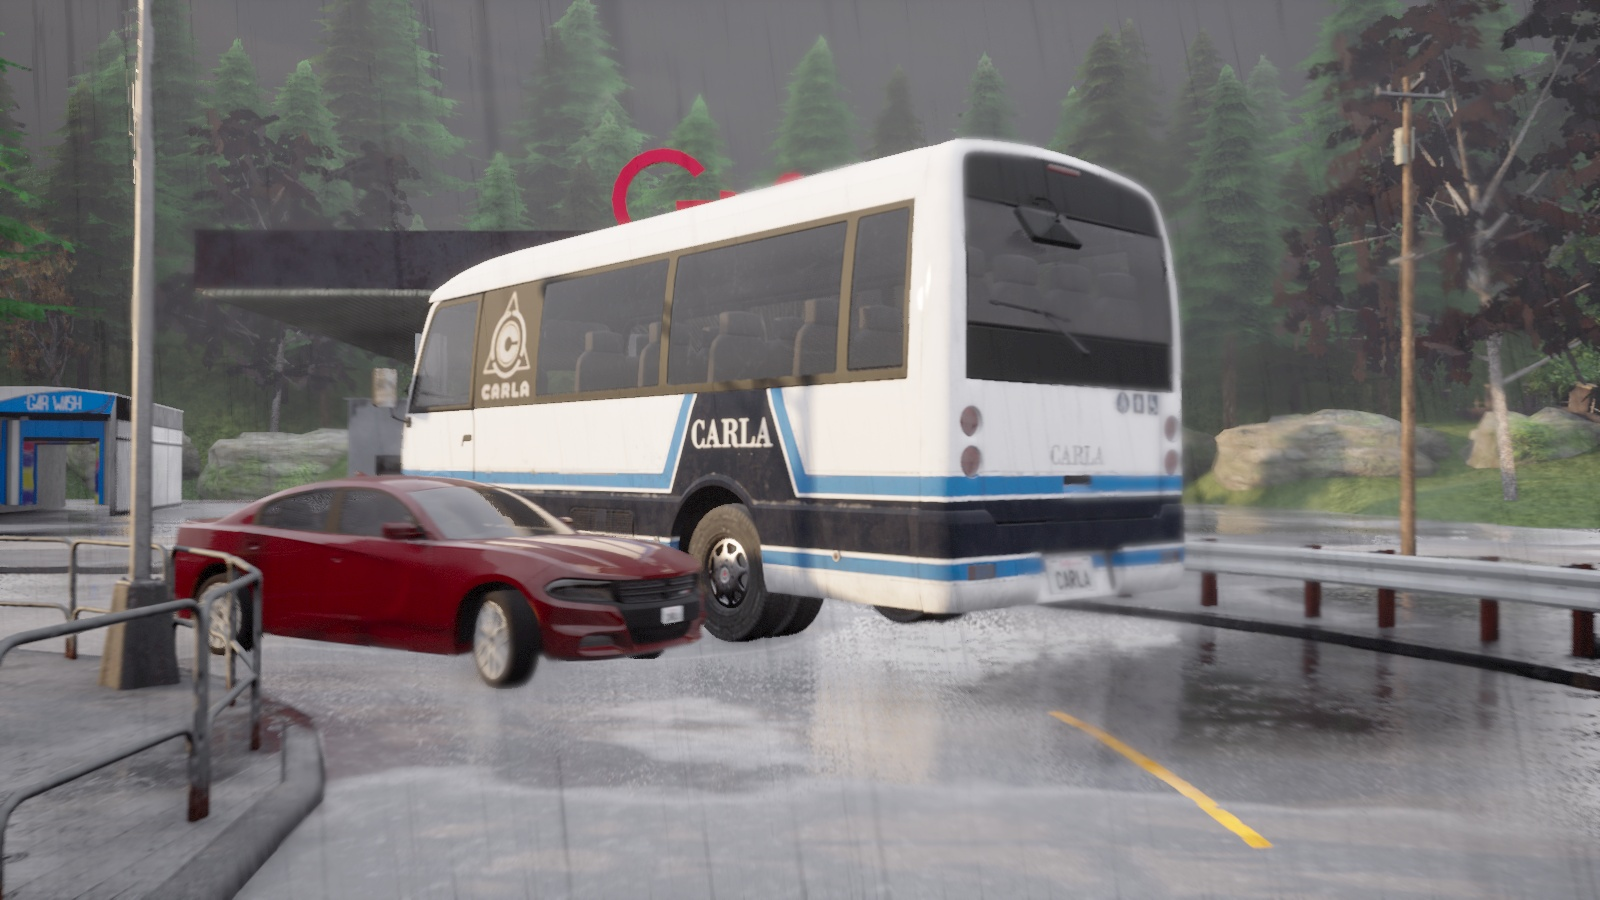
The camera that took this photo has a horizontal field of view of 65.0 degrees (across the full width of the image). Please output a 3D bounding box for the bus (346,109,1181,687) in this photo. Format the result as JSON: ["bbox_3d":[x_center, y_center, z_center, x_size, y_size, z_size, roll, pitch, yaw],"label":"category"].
[{"bbox_3d":[-1.285,-0.318,14.408,3.944,4.253,10.273,0,-1,-41],"label":"bus"}]

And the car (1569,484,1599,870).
[{"bbox_3d":[4.009,0.847,2.597,1.837,1.490,4.892,0,-1,0],"label":"car"}]

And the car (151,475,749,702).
[{"bbox_3d":[-3.049,0.983,10.573,5.008,1.535,1.882,-1,-1,30],"label":"car"}]
